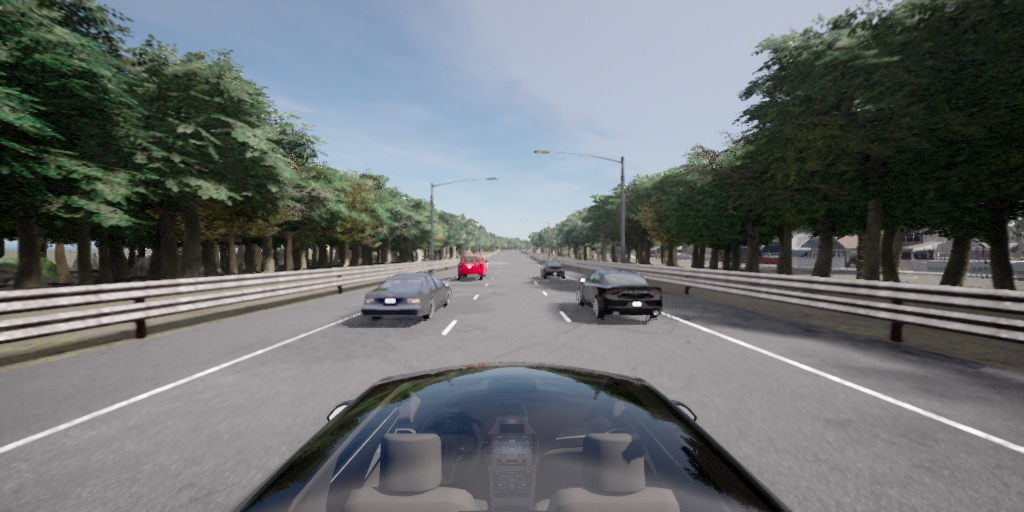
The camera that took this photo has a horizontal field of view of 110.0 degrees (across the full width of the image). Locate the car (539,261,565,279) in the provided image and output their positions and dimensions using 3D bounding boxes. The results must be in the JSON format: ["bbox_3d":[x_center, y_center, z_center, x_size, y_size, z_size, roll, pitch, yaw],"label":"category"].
[{"bbox_3d":[3.612,1.230,32.371,1.837,1.490,4.892,0,0,0],"label":"car"}]

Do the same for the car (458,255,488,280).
[{"bbox_3d":[-3.388,0.949,31.321,2.150,2.045,5.566,0,0,0],"label":"car"}]

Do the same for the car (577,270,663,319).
[{"bbox_3d":[3.601,1.228,12.784,1.882,1.535,5.008,0,0,0],"label":"car"}]

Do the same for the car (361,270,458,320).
[{"bbox_3d":[-3.396,1.298,12.518,2.033,1.411,5.357,0,0,0],"label":"car"}]
